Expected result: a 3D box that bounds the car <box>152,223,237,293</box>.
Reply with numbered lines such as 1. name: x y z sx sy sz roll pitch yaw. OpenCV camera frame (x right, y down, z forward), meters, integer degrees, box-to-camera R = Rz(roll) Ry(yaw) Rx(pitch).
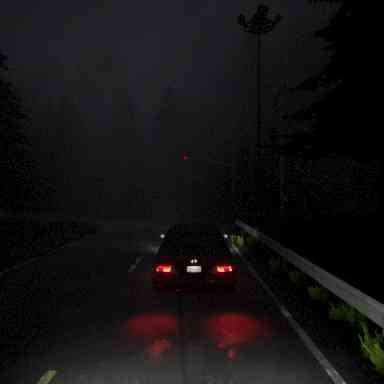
1. car: 0.055 1.547 8.985 2.033 1.411 5.357 0 0 0
